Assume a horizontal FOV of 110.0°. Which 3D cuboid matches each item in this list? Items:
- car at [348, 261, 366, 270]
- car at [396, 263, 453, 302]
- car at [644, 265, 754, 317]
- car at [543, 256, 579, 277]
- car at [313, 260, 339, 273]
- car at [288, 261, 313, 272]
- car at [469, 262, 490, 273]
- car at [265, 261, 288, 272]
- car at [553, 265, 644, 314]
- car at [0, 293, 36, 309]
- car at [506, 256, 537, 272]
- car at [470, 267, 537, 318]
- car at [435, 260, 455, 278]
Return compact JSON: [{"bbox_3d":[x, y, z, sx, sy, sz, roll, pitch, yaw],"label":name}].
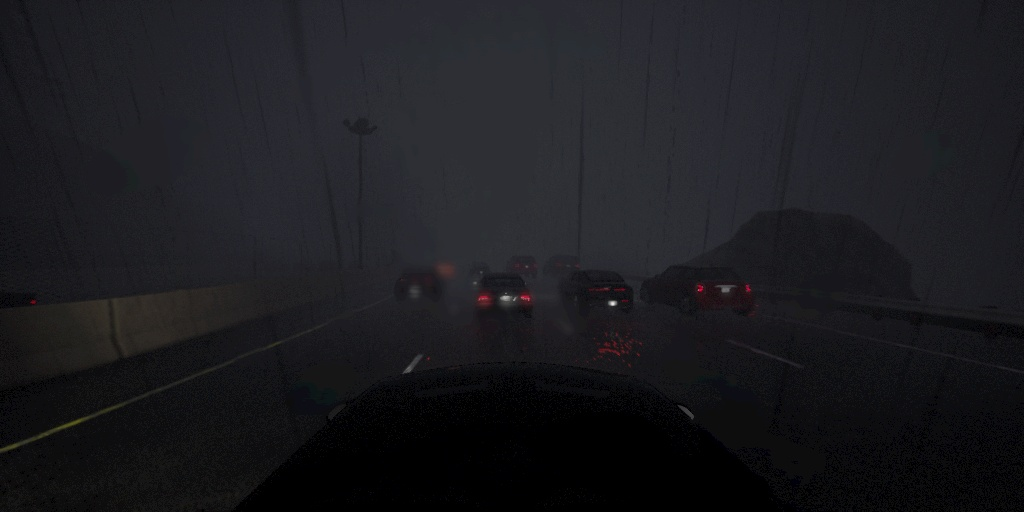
[{"bbox_3d":[-20.866,1.400,48.666,1.994,1.385,4.181,0,0,-16],"label":"car"},{"bbox_3d":[-4.225,1.264,17.211,2.128,1.511,4.902,0,0,-5],"label":"car"},{"bbox_3d":[6.584,1.097,13.362,2.097,1.767,4.553,0,0,-3],"label":"car"},{"bbox_3d":[4.419,0.988,32.591,2.150,2.045,5.566,0,0,-9],"label":"car"},{"bbox_3d":[-23.942,1.319,46.687,1.882,1.535,5.008,0,0,-15],"label":"car"},{"bbox_3d":[-28.178,1.399,48.933,2.033,1.411,5.357,0,0,-16],"label":"car"},{"bbox_3d":[-3.120,1.311,34.950,1.812,1.442,4.674,0,0,-10],"label":"car"},{"bbox_3d":[-31.810,1.386,48.744,1.812,1.442,4.674,0,0,-17],"label":"car"},{"bbox_3d":[3.060,1.258,13.851,1.837,1.490,4.892,0,0,-4],"label":"car"},{"bbox_3d":[-14.286,1.334,7.773,2.033,1.411,5.357,0,0,-2],"label":"car"},{"bbox_3d":[0.805,0.996,32.963,2.150,2.045,5.566,0,0,-10],"label":"car"},{"bbox_3d":[-0.348,1.308,12.984,2.033,1.411,5.357,0,0,-4],"label":"car"},{"bbox_3d":[-6.513,1.144,34.004,2.097,1.767,4.553,0,0,-10],"label":"car"}]
